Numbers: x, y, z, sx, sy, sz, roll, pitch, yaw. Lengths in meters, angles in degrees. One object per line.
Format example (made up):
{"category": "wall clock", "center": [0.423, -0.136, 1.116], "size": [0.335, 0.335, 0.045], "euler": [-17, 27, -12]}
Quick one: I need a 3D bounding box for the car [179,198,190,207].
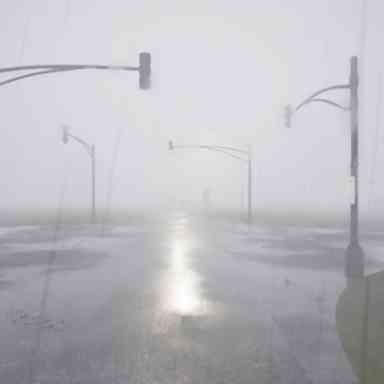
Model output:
{"category": "car", "center": [-1.561, 2.116, 68.622], "size": [2.097, 1.767, 4.553], "euler": [0, -1, -3]}

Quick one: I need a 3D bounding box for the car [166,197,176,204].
{"category": "car", "center": [-4.544, 1.785, 72.722], "size": [2.097, 1.767, 4.553], "euler": [0, -1, -3]}

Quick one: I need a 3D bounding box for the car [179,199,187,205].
{"category": "car", "center": [-2.154, 2.394, 78.695], "size": [1.895, 1.301, 4.718], "euler": [0, -1, -4]}
